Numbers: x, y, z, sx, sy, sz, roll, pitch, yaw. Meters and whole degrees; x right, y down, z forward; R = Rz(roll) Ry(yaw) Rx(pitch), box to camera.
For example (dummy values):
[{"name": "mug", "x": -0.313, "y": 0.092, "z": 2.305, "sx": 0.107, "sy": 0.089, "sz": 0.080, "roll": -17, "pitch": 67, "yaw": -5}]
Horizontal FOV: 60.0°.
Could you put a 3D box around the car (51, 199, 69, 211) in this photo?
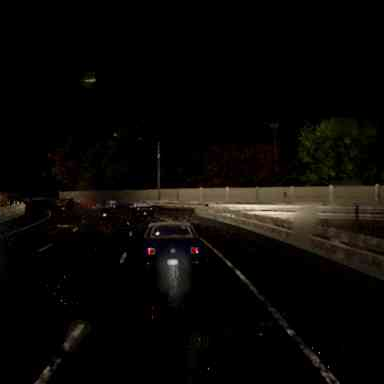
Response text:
[{"name": "car", "x": -19.092, "y": 1.946, "z": 48.614, "sx": 1.837, "sy": 1.490, "sz": 4.892, "roll": 1, "pitch": 0, "yaw": -27}]

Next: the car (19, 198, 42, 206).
[{"name": "car", "x": -34.141, "y": 2.196, "z": 70.422, "sx": 2.128, "sy": 1.511, "sz": 4.902, "roll": 0, "pitch": -1, "yaw": -42}]

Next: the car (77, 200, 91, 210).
[{"name": "car", "x": -15.996, "y": 1.960, "z": 50.245, "sx": 1.812, "sy": 1.442, "sz": 4.674, "roll": 0, "pitch": 0, "yaw": -27}]

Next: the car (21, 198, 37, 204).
[{"name": "car", "x": -39.631, "y": 2.183, "z": 80.965, "sx": 4.181, "sy": 1.385, "sz": 1.994, "roll": -1, "pitch": -1, "yaw": 40}]

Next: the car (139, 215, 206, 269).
[{"name": "car", "x": -0.760, "y": 1.686, "z": 11.475, "sx": 1.895, "sy": 1.301, "sz": 4.718, "roll": 0, "pitch": 0, "yaw": -6}]

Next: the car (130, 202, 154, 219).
[{"name": "car", "x": -4.857, "y": 1.741, "z": 32.009, "sx": 2.128, "sy": 1.511, "sz": 4.902, "roll": 0, "pitch": 0, "yaw": -16}]

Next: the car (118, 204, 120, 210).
[{"name": "car", "x": -12.457, "y": 1.985, "z": 50.929, "sx": 1.994, "sy": 1.385, "sz": 4.181, "roll": 0, "pitch": 0, "yaw": -27}]

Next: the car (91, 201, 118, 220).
[{"name": "car", "x": -8.351, "y": 1.768, "z": 31.512, "sx": 1.837, "sy": 1.490, "sz": 4.892, "roll": 0, "pitch": 0, "yaw": -16}]

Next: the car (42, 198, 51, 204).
[{"name": "car", "x": -36.859, "y": 2.171, "z": 83.255, "sx": 4.902, "sy": 1.511, "sz": 2.128, "roll": -1, "pitch": -1, "yaw": 40}]

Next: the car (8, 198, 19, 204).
[{"name": "car", "x": -41.978, "y": 2.126, "z": 78.368, "sx": 4.892, "sy": 1.490, "sz": 1.837, "roll": -1, "pitch": -1, "yaw": 40}]
